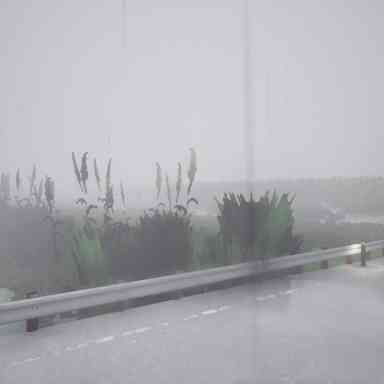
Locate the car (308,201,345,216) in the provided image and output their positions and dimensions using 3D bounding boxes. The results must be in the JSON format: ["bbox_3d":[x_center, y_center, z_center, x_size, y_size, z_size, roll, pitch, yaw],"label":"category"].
[{"bbox_3d":[10.859,1.572,29.002,2.097,1.767,4.553,-1,1,-43],"label":"car"}]
